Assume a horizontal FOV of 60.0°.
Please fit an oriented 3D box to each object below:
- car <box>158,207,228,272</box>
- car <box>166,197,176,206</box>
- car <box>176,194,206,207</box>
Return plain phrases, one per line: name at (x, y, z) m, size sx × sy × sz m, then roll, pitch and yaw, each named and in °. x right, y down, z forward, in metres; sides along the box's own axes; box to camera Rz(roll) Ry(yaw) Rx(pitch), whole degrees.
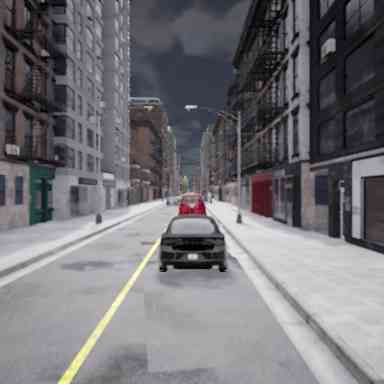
car at (0.035, 1.460, 10.803) m, size 1.882 × 1.535 × 5.008 m, roll 0°, pitch 0°, yaw 0°
car at (-3.123, 1.506, 53.545) m, size 2.128 × 1.511 × 4.902 m, roll 0°, pitch 0°, yaw 0°
car at (0.037, 1.198, 28.078) m, size 2.150 × 2.045 × 5.566 m, roll 0°, pitch 0°, yaw 0°
